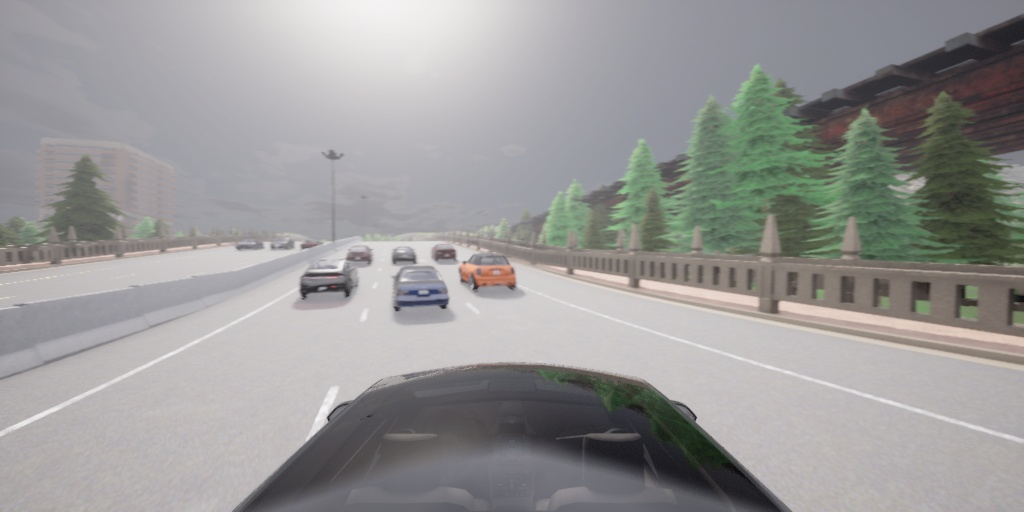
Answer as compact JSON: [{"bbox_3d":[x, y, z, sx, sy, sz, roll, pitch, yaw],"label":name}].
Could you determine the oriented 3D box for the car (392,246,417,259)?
[{"bbox_3d":[-9.346,-0.188,31.077,1.994,1.385,4.181,-1,5,-18],"label":"car"}]

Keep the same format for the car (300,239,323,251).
[{"bbox_3d":[-25.417,-1.434,45.589,1.895,1.301,4.718,-1,5,-18],"label":"car"}]

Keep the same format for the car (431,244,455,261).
[{"bbox_3d":[-6.334,-0.411,33.124,1.882,1.535,5.008,-1,5,-18],"label":"car"}]

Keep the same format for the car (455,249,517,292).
[{"bbox_3d":[-1.364,0.634,18.211,2.097,1.767,4.553,-1,4,-18],"label":"car"}]

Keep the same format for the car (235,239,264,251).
[{"bbox_3d":[-32.383,-1.434,44.376,1.994,1.385,4.181,-1,5,-18],"label":"car"}]

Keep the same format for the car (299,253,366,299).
[{"bbox_3d":[-8.000,0.893,15.990,2.128,1.511,4.902,-1,4,-18],"label":"car"}]

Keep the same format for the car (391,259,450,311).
[{"bbox_3d":[-3.559,1.074,13.644,2.033,1.411,5.357,-1,3,-18],"label":"car"}]

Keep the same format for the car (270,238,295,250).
[{"bbox_3d":[-29.080,-1.569,45.525,2.128,1.511,4.902,-1,5,-18],"label":"car"}]

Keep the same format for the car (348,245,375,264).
[{"bbox_3d":[-12.668,-0.169,29.977,1.812,1.442,4.674,-1,5,-18],"label":"car"}]
